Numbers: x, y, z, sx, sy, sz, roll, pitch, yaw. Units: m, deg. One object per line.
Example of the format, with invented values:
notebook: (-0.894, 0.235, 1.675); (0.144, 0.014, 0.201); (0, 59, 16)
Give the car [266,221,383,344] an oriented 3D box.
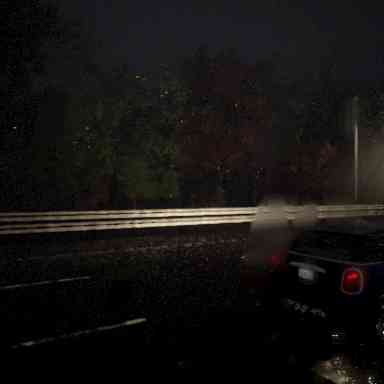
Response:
car: (3.705, 1.397, 6.673); (4.553, 1.767, 2.097); (0, 0, -32)
